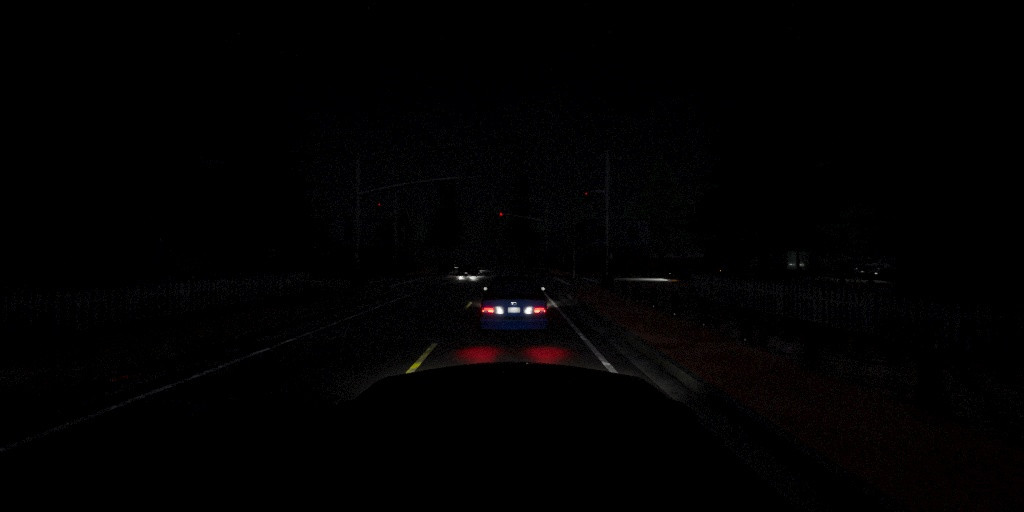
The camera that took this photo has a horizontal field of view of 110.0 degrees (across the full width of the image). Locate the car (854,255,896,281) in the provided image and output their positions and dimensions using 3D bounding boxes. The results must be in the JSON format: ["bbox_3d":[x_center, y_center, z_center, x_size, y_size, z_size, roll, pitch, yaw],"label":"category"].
[{"bbox_3d":[31.883,0.955,29.711,5.566,2.045,2.150,0,0,2],"label":"car"}]

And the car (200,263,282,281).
[{"bbox_3d":[-20.733,1.282,27.576,5.357,1.411,2.033,0,0,2],"label":"car"}]

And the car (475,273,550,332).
[{"bbox_3d":[0.065,1.297,10.800,2.033,1.411,5.357,0,0,0],"label":"car"}]

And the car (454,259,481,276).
[{"bbox_3d":[-4.416,1.263,37.362,2.033,1.411,5.357,0,0,1],"label":"car"}]

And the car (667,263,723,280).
[{"bbox_3d":[15.324,1.299,30.211,4.181,1.385,1.994,0,0,2],"label":"car"}]
